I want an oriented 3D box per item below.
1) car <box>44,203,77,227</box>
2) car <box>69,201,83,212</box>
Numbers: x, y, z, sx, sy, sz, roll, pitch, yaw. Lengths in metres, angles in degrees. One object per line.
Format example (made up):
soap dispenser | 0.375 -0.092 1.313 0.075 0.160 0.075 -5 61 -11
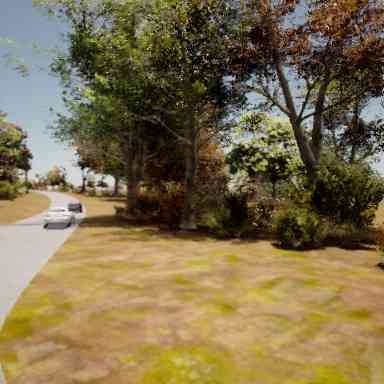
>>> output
car | -10.209 1.870 25.703 1.812 1.442 4.674 -1 -1 -15
car | -15.972 1.947 45.327 2.128 1.511 4.902 -1 1 -18
